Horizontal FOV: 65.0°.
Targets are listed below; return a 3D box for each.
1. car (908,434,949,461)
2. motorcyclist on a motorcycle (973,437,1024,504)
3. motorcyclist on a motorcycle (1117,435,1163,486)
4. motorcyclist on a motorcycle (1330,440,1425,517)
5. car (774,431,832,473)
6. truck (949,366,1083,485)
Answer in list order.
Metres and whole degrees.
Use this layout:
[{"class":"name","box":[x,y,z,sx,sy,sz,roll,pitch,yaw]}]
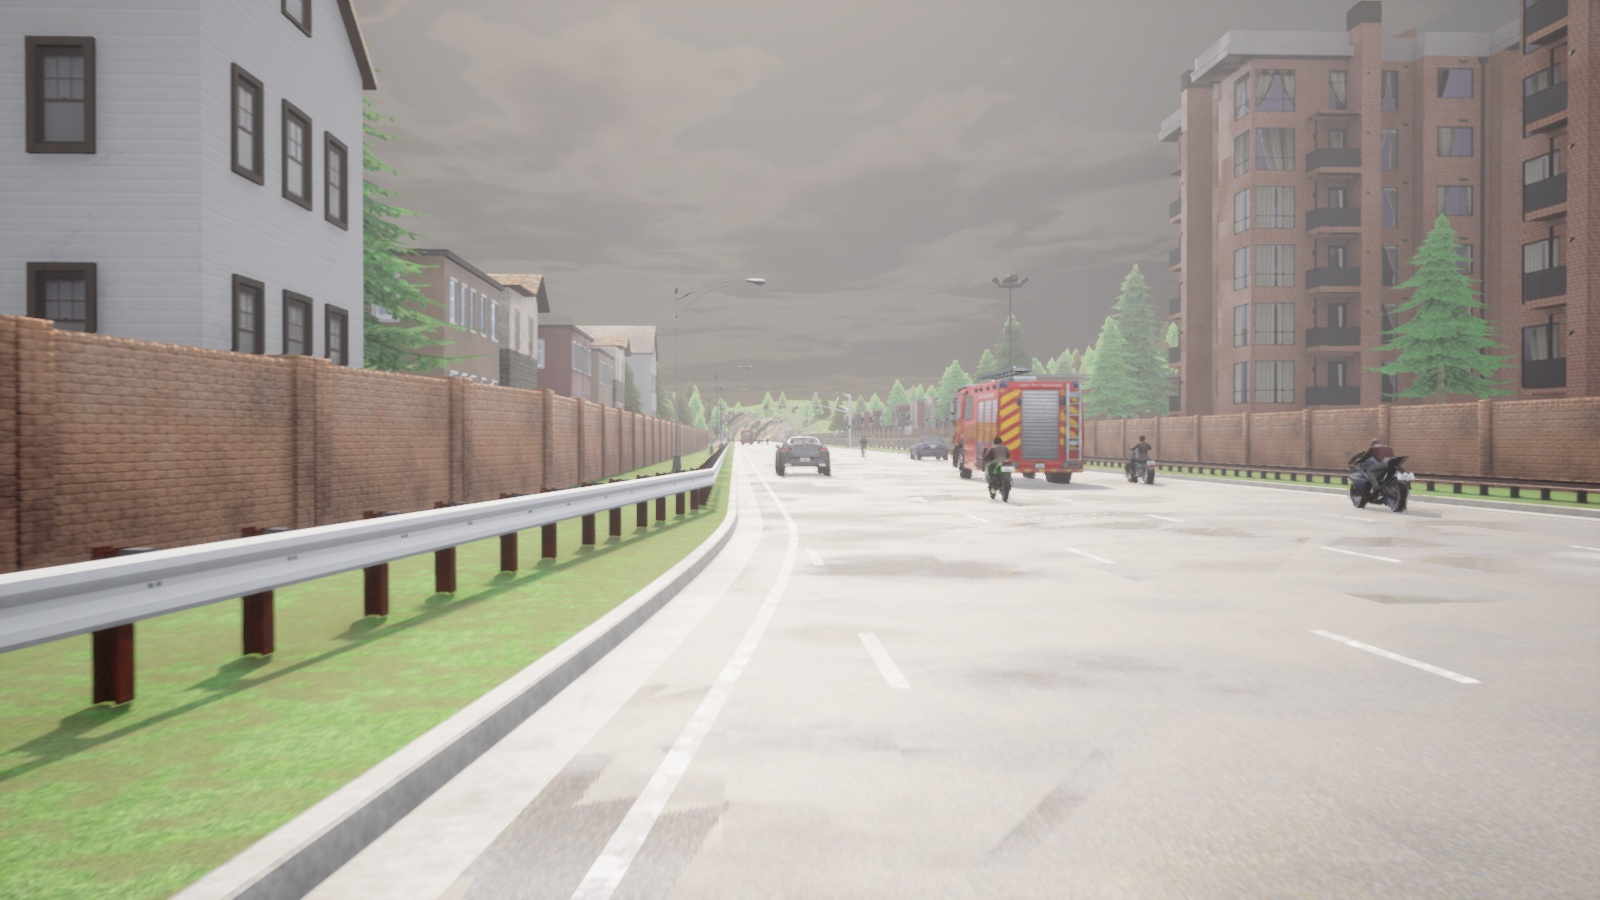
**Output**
[{"class":"car","box":[8.797,-0.179,86.436,2.097,1.767,4.553,0,1,-3]},{"class":"motorcyclist on a motorcycle","box":[4.704,0.459,29.844,0.797,1.523,2.044,0,1,-3]},{"class":"motorcyclist on a motorcycle","box":[11.128,0.329,41.197,0.766,1.649,2.350,0,0,-3]},{"class":"motorcyclist on a motorcycle","box":[11.913,0.553,25.983,0.866,1.530,2.191,0,1,-3]},{"class":"car","box":[0.058,0.049,51.983,2.152,1.651,5.027,0,1,-3]},{"class":"truck","box":[7.450,-0.820,44.574,2.891,3.827,8.468,0,1,-3]}]
